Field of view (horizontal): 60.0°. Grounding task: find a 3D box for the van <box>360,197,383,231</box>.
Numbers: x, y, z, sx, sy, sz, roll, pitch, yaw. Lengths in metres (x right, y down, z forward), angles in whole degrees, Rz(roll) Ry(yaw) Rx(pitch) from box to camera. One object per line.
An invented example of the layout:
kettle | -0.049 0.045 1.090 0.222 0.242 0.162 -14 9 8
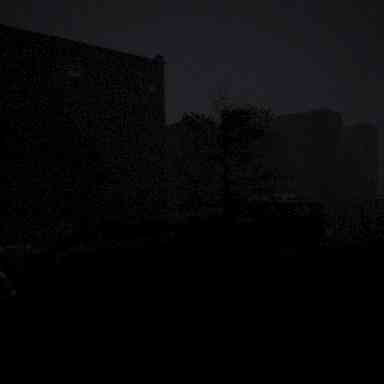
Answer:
van | 11.366 1.275 19.044 4.442 1.987 1.878 2 -1 -38

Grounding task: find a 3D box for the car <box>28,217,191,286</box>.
car | -1.936 1.469 9.341 4.792 1.488 2.163 2 -1 -37

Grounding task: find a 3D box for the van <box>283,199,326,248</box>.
van | 3.361 1.239 13.132 4.442 1.987 1.878 2 -1 -38
